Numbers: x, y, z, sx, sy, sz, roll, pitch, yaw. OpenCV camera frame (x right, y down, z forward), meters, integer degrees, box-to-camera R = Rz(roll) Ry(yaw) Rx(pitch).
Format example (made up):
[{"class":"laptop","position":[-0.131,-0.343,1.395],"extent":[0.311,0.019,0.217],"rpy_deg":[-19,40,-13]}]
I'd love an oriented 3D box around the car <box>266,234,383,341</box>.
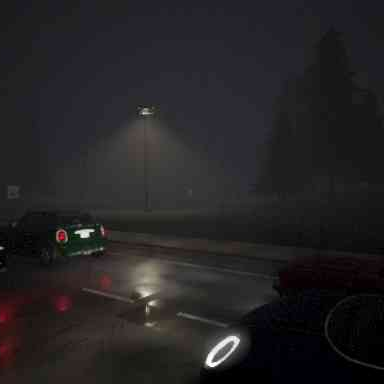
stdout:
[{"class":"car","position":[3.839,1.601,5.550],"extent":[4.718,1.301,1.895],"rpy_deg":[0,0,36]}]

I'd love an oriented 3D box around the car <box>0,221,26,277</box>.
[{"class":"car","position":[-6.727,1.552,8.694],"extent":[4.902,1.511,2.128],"rpy_deg":[0,0,36]}]

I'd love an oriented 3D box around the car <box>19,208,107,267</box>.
[{"class":"car","position":[-5.158,1.414,11.867],"extent":[4.553,1.767,2.097],"rpy_deg":[-1,0,35]}]

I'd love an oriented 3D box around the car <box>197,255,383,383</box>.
[{"class":"car","position":[2.238,1.349,2.393],"extent":[4.553,1.767,2.097],"rpy_deg":[0,0,36]}]
